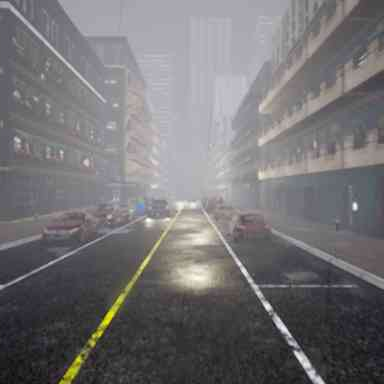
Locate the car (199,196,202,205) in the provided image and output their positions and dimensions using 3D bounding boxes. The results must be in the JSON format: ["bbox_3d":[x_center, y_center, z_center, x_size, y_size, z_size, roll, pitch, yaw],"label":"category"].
[{"bbox_3d":[2.660,1.446,49.706,2.192,1.841,5.009,-1,0,0],"label":"car"}]

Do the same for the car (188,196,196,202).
[{"bbox_3d":[-0.027,1.718,82.766,1.895,1.301,4.718,0,0,0],"label":"car"}]

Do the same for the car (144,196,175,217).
[{"bbox_3d":[-3.015,1.434,31.872,2.097,1.767,4.553,0,0,0],"label":"car"}]

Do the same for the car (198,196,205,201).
[{"bbox_3d":[2.649,1.820,94.521,1.947,1.339,4.313,-1,0,0],"label":"car"}]

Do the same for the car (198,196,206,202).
[{"bbox_3d":[2.650,1.764,89.089,1.752,1.417,4.829,-1,0,0],"label":"car"}]

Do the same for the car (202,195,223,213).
[{"bbox_3d":[2.664,1.416,38.501,2.192,1.841,5.009,-1,0,0],"label":"car"}]

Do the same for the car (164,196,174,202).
[{"bbox_3d":[-5.728,1.774,83.343,2.008,1.369,4.403,-1,0,0],"label":"car"}]

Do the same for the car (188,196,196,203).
[{"bbox_3d":[-0.024,1.722,72.369,2.033,1.411,5.357,0,0,0],"label":"car"}]

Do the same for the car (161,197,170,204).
[{"bbox_3d":[-5.724,1.775,72.139,1.802,1.307,4.206,-1,0,0],"label":"car"}]

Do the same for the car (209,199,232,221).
[{"bbox_3d":[2.671,1.598,27.467,1.752,1.417,4.829,-1,0,0],"label":"car"}]

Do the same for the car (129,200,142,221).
[{"bbox_3d":[-5.676,1.623,27.322,2.008,1.369,4.403,-1,0,0],"label":"car"}]

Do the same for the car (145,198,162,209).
[{"bbox_3d":[-5.724,1.683,49.731,2.008,1.369,4.403,-1,0,0],"label":"car"}]

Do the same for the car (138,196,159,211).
[{"bbox_3d":[-5.708,1.432,44.129,2.192,1.841,5.009,-1,0,0],"label":"car"}]

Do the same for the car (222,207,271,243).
[{"bbox_3d":[2.676,1.624,16.093,1.802,1.307,4.206,-1,0,0],"label":"car"}]

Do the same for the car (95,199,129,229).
[{"bbox_3d":[-5.675,1.498,21.721,1.967,1.590,4.097,-1,0,0],"label":"car"}]

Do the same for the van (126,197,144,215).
[{"bbox_3d":[-5.680,1.428,32.925,1.690,1.788,3.998,-1,0,0],"label":"van"}]

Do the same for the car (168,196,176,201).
[{"bbox_3d":[-5.731,1.805,94.547,2.008,1.369,4.403,-1,0,0],"label":"car"}]

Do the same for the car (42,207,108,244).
[{"bbox_3d":[-5.672,1.625,16.119,1.802,1.307,4.206,-1,0,0],"label":"car"}]

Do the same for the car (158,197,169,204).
[{"bbox_3d":[-5.722,1.760,66.537,1.802,1.307,4.206,-1,0,0],"label":"car"}]
